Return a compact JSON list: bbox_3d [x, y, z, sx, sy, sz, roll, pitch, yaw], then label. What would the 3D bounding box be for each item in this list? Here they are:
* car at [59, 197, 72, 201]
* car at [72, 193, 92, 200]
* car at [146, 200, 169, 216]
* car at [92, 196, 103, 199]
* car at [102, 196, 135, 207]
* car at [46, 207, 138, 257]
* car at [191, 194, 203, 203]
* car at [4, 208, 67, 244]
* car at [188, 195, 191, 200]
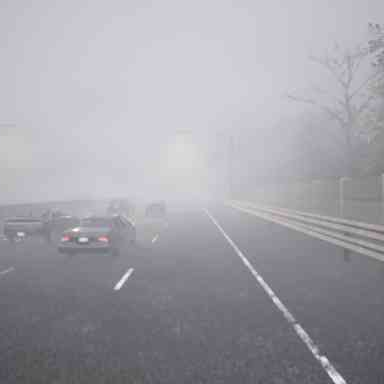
[{"bbox_3d":[-24.519,1.586,65.084,1.994,1.385,4.181,0,0,0],"label":"car"},{"bbox_3d":[-21.019,1.258,65.096,2.150,2.045,5.566,0,0,0],"label":"car"},{"bbox_3d":[-3.411,1.498,32.933,2.128,1.511,4.902,0,0,0],"label":"car"},{"bbox_3d":[-17.522,1.534,65.280,1.837,1.490,4.892,0,0,0],"label":"car"},{"bbox_3d":[-6.912,1.358,32.684,2.097,1.767,4.553,0,0,0],"label":"car"},{"bbox_3d":[-3.406,1.545,12.932,2.033,1.411,5.357,0,0,0],"label":"car"},{"bbox_3d":[1.205,1.570,68.830,1.812,1.442,4.674,0,0,0],"label":"car"},{"bbox_3d":[-6.907,1.489,15.861,2.128,1.511,4.902,0,0,0],"label":"car"},{"bbox_3d":[-0.025,1.438,88.343,2.033,1.411,5.357,0,0,0],"label":"car"}]
